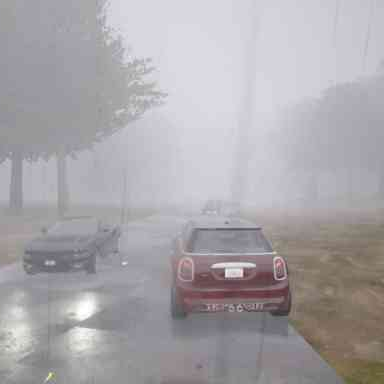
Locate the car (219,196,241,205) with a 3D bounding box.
[{"bbox_3d":[5.381,1.532,45.731,1.895,1.301,4.718,0,1,22],"label":"car"}]

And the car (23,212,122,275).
[{"bbox_3d":[-3.543,1.478,10.697,1.882,1.535,5.008,0,0,-1],"label":"car"}]

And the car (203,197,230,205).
[{"bbox_3d":[2.394,1.542,35.852,2.033,1.411,5.357,0,0,14],"label":"car"}]

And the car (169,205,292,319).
[{"bbox_3d":[0.565,1.352,7.599,2.097,1.767,4.553,0,0,-3],"label":"car"}]
